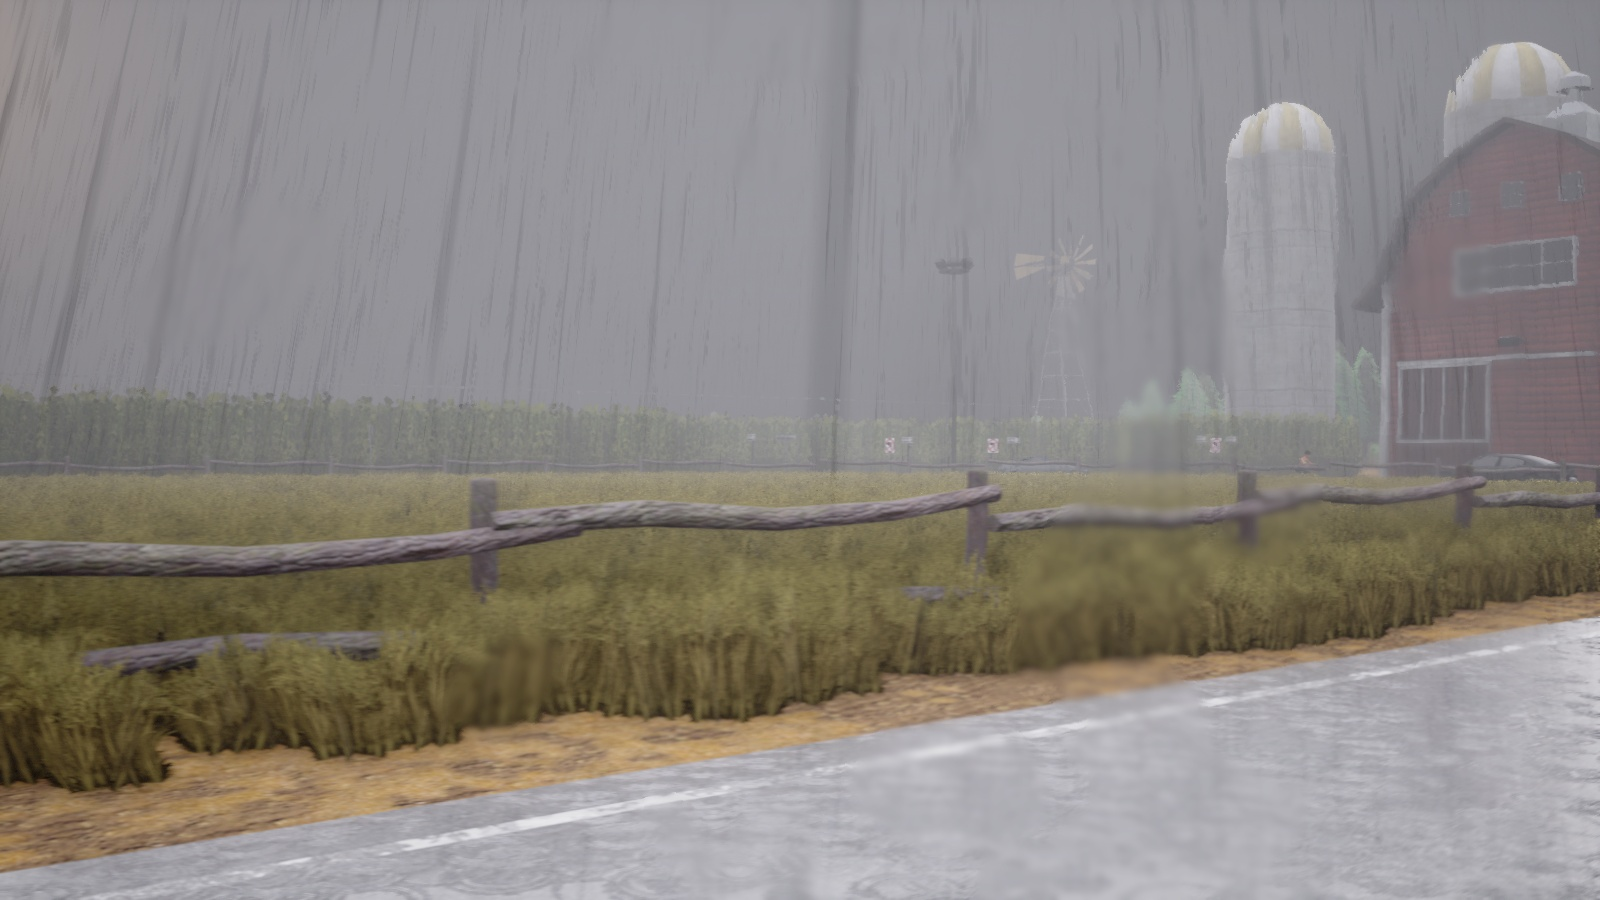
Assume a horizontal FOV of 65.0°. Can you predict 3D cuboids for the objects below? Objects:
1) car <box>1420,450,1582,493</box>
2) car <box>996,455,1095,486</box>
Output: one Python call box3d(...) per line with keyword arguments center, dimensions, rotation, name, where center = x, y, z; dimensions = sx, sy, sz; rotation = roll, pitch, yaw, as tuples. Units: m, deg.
box3d(center=(26.360, 0.770, 47.392), dimensions=(1.882, 1.535, 5.008), rotation=(0, 0, -38), name="car")
box3d(center=(11.197, 0.916, 57.533), dimensions=(4.181, 1.385, 1.994), rotation=(0, 0, 1), name="car")
